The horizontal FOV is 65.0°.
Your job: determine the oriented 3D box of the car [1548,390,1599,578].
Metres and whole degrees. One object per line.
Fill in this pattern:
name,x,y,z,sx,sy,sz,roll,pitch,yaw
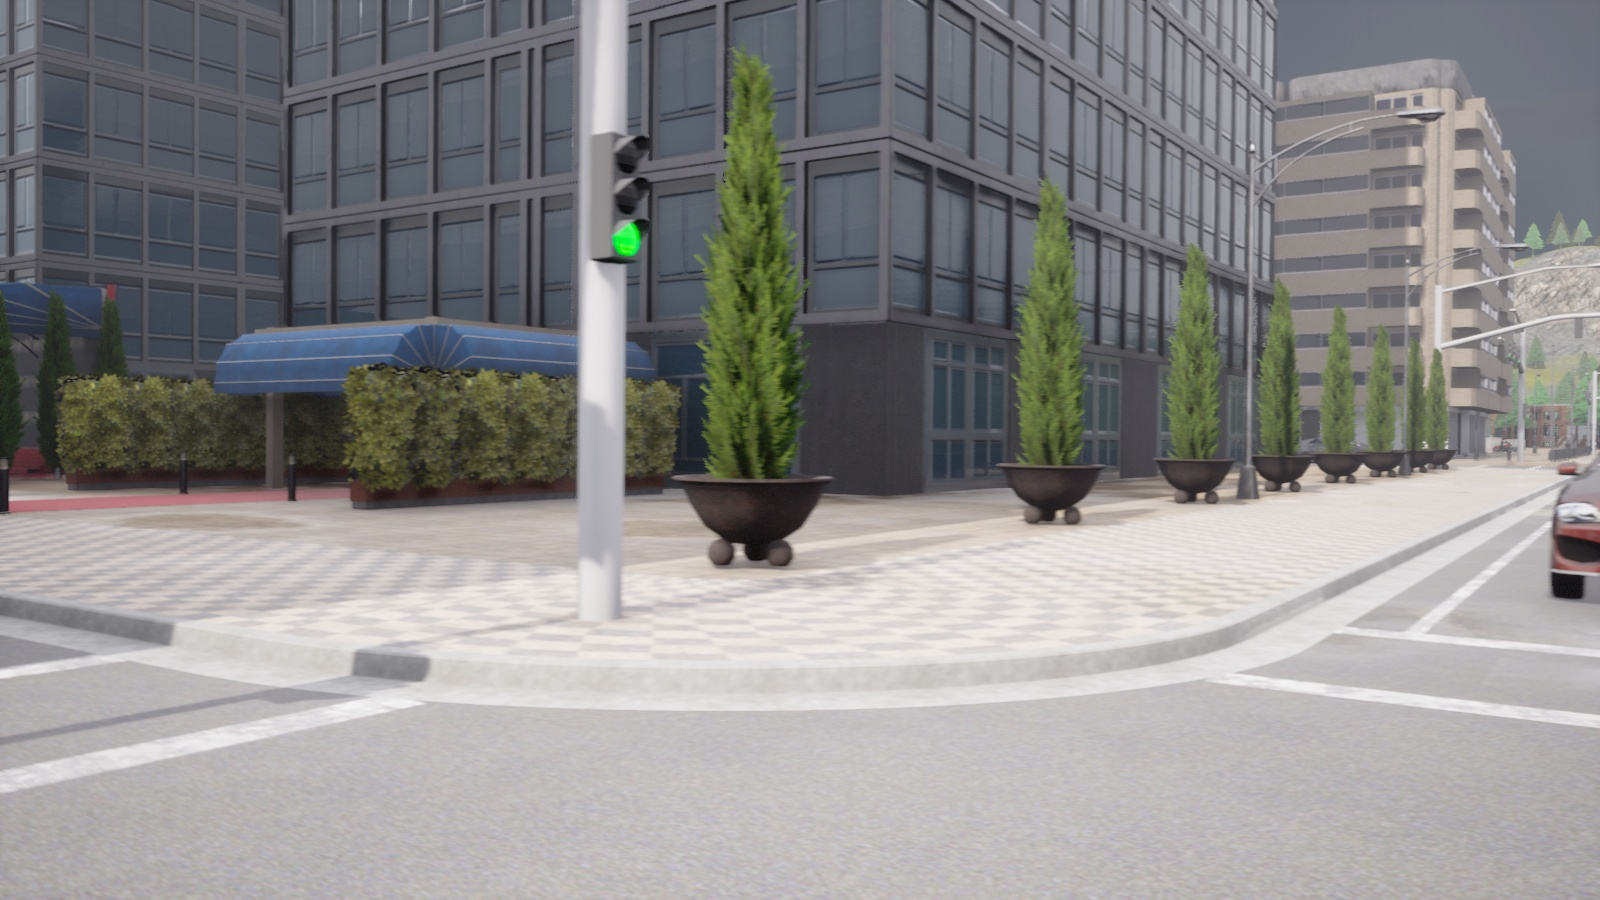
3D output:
car,8.979,0.256,12.674,2.152,1.651,5.027,0,1,34

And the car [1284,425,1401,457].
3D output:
car,26.499,-0.446,61.378,4.902,1.511,2.128,0,1,34
